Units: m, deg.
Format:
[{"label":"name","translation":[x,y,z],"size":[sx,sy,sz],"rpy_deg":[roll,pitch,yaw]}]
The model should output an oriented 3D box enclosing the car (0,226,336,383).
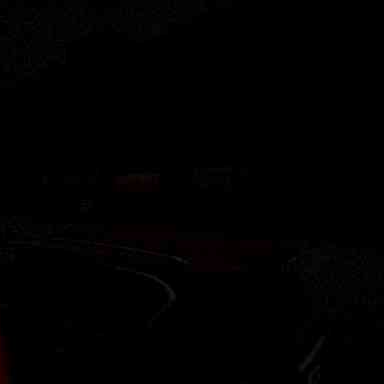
[{"label":"car","translation":[-1.133,1.316,3.613],"size":[5.009,1.841,2.192],"rpy_deg":[0,0,35]}]
